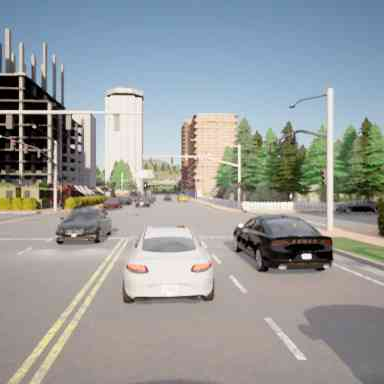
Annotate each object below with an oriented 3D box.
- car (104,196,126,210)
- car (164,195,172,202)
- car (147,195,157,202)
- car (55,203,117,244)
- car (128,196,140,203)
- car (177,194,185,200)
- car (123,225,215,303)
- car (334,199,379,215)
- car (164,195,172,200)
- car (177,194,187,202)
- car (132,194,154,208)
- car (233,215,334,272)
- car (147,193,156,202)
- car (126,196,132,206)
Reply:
[{"bbox_3d":[-10.332,1.476,43.779,1.882,1.535,5.008,0,0,-4],"label":"car"},{"bbox_3d":[-5.679,1.515,77.662,2.128,1.511,4.902,0,0,-4],"label":"car"},{"bbox_3d":[-9.072,1.535,76.071,2.033,1.411,5.357,0,0,-4],"label":"car"},{"bbox_3d":[-4.984,1.504,15.831,1.837,1.490,4.892,0,0,-5],"label":"car"},{"bbox_3d":[-12.121,1.538,69.743,2.033,1.411,5.357,0,0,-4],"label":"car"},{"bbox_3d":[-2.812,1.302,86.487,1.882,1.535,5.008,0,0,-4],"label":"car"},{"bbox_3d":[-0.590,1.525,8.129,1.812,1.442,4.674,0,0,-5],"label":"car"},{"bbox_3d":[17.050,1.490,34.008,4.902,1.511,2.128,0,0,-3],"label":"car"},{"bbox_3d":[-6.303,1.376,86.233,1.994,1.385,4.181,0,0,-4],"label":"car"},{"bbox_3d":[-2.117,1.468,76.939,1.882,1.535,5.008,0,0,-4],"label":"car"},{"bbox_3d":[-7.187,1.490,48.852,2.128,1.511,4.902,0,0,-4],"label":"car"},{"bbox_3d":[2.674,1.477,10.868,1.882,1.535,5.008,0,0,-5],"label":"car"},{"bbox_3d":[-8.011,1.489,60.550,2.128,1.511,4.902,0,0,-4],"label":"car"},{"bbox_3d":[-11.140,1.476,55.073,1.882,1.535,5.008,0,0,-4],"label":"car"}]
